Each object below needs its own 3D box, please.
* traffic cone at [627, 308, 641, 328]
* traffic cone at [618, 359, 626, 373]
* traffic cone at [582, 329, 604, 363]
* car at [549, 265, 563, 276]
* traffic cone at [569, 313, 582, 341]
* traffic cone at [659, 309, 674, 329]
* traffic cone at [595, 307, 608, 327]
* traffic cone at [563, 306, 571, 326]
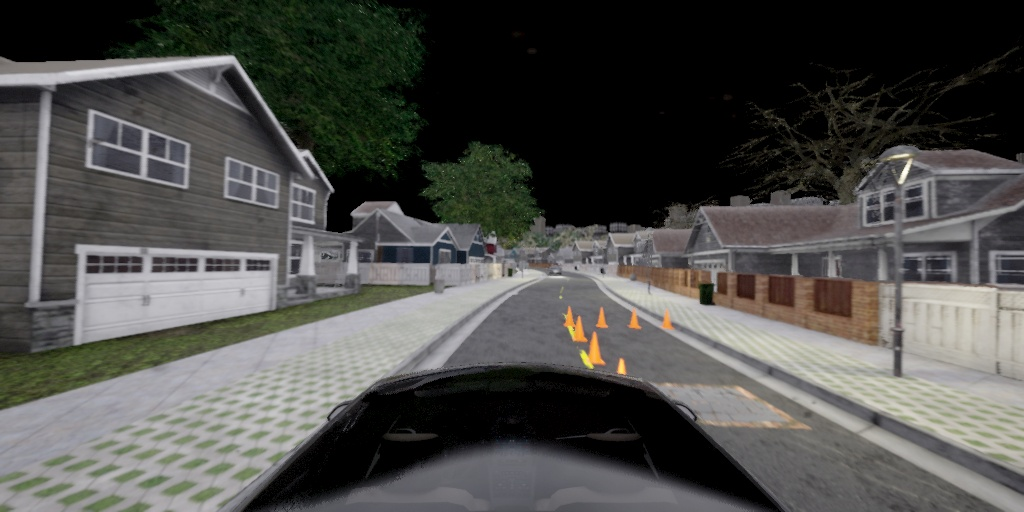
[{"bbox_3d":[3.778,1.904,11.108,0.340,0.580,0.340,0,0,2],"label":"traffic cone"},{"bbox_3d":[1.578,1.782,5.180,0.340,0.580,0.340,0,0,2],"label":"traffic cone"},{"bbox_3d":[1.645,1.809,7.179,0.340,0.580,0.340,0,0,2],"label":"traffic cone"},{"bbox_3d":[6.223,2.051,51.708,2.128,1.511,4.902,1,-1,5],"label":"car"},{"bbox_3d":[1.712,1.836,9.178,0.340,0.580,0.340,0,0,2],"label":"traffic cone"},{"bbox_3d":[4.777,1.924,11.074,0.340,0.580,0.340,0,0,2],"label":"traffic cone"},{"bbox_3d":[2.778,1.884,11.143,0.340,0.580,0.340,0,0,2],"label":"traffic cone"},{"bbox_3d":[1.780,1.864,11.176,0.340,0.580,0.340,0,0,2],"label":"traffic cone"}]
